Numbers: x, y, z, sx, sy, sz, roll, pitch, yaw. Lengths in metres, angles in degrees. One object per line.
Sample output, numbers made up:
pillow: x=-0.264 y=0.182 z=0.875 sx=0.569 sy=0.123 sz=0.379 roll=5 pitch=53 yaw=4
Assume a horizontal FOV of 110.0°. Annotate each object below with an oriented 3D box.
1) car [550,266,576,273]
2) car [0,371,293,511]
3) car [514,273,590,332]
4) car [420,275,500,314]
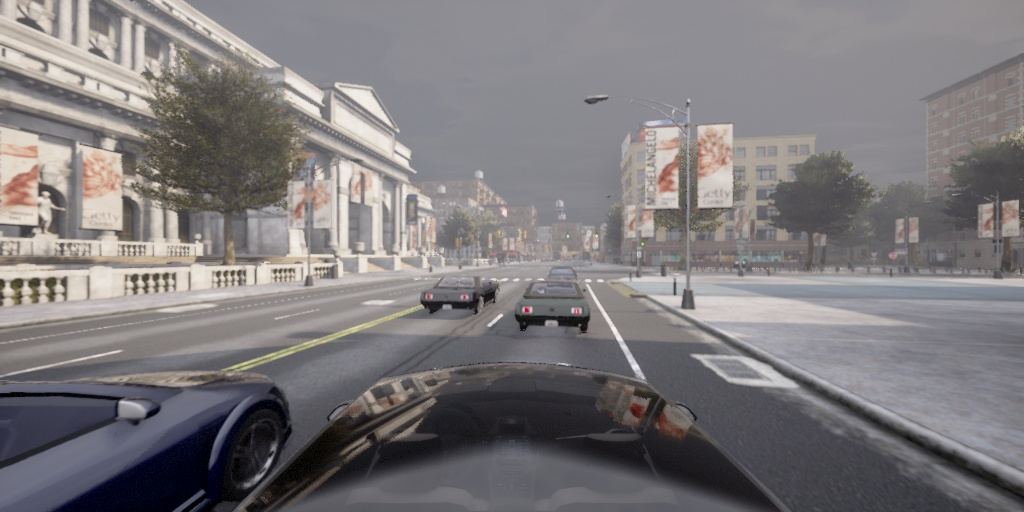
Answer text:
car: x=3.075 y=1.341 z=21.799 sx=2.033 sy=1.411 sz=5.357 roll=0 pitch=0 yaw=9
car: x=-3.141 y=1.311 z=1.789 sx=1.994 sy=1.385 sz=4.181 roll=0 pitch=0 yaw=0
car: x=1.319 y=1.371 z=10.991 sx=1.895 sy=1.301 sz=4.718 roll=0 pitch=0 yaw=9
car: x=-1.756 y=1.373 z=13.861 sx=1.895 sy=1.301 sz=4.718 roll=0 pitch=0 yaw=9
